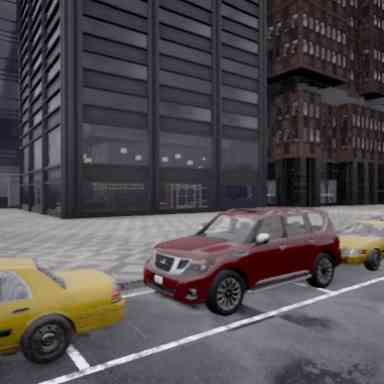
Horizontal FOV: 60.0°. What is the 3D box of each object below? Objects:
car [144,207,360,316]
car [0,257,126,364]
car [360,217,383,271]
[{"bbox_3d":[1.426,1.310,7.670,5.009,1.841,2.192,0,0,-35],"label":"car"},{"bbox_3d":[-3.304,1.526,4.295,4.829,1.417,1.752,0,0,-35],"label":"car"},{"bbox_3d":[5.880,1.515,10.846,4.829,1.417,1.752,0,0,-35],"label":"car"}]
